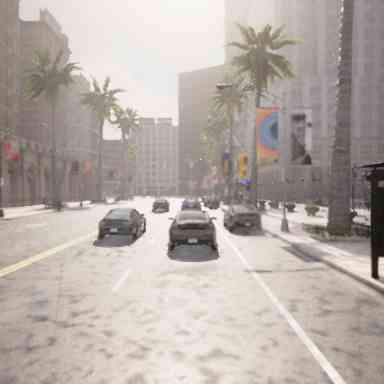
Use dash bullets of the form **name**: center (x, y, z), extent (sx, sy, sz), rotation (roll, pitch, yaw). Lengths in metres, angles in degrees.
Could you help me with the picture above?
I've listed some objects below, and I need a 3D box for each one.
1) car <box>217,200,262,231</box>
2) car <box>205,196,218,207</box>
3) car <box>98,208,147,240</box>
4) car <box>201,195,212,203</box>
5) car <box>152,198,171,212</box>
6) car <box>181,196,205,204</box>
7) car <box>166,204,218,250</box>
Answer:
- **car**: center (2.986, 1.474, 20.298), extent (2.231, 1.521, 4.892), rotation (0, 0, 0)
- **car**: center (2.844, 1.343, 49.673), extent (2.185, 1.767, 4.553), rotation (0, 0, 0)
- **car**: center (-3.473, 1.528, 17.069), extent (1.812, 1.442, 4.674), rotation (0, 0, 0)
- **car**: center (3.038, 1.498, 71.603), extent (2.161, 1.482, 4.786), rotation (0, 0, 0)
- **car**: center (-3.599, 1.504, 39.183), extent (1.837, 1.490, 4.892), rotation (0, 0, 0)
- **car**: center (-0.075, 1.347, 34.405), extent (2.097, 1.767, 4.553), rotation (0, 0, 0)
- **car**: center (0.023, 1.503, 14.333), extent (1.837, 1.490, 4.892), rotation (0, 0, 0)
